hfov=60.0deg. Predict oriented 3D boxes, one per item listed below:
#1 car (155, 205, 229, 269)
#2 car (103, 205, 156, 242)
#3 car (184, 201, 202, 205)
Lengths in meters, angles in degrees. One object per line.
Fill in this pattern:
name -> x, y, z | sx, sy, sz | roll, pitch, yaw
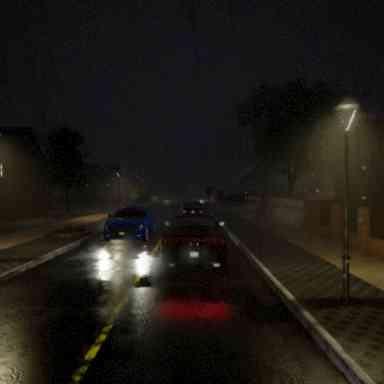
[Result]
car -> 0.080, 1.426, 10.940 | 1.882, 1.535, 5.008 | 0, 0, 1
car -> -2.853, 1.405, 16.044 | 1.882, 1.535, 5.008 | 0, 0, 0
car -> 0.075, 1.447, 26.247 | 2.033, 1.411, 5.357 | 0, 0, 0
